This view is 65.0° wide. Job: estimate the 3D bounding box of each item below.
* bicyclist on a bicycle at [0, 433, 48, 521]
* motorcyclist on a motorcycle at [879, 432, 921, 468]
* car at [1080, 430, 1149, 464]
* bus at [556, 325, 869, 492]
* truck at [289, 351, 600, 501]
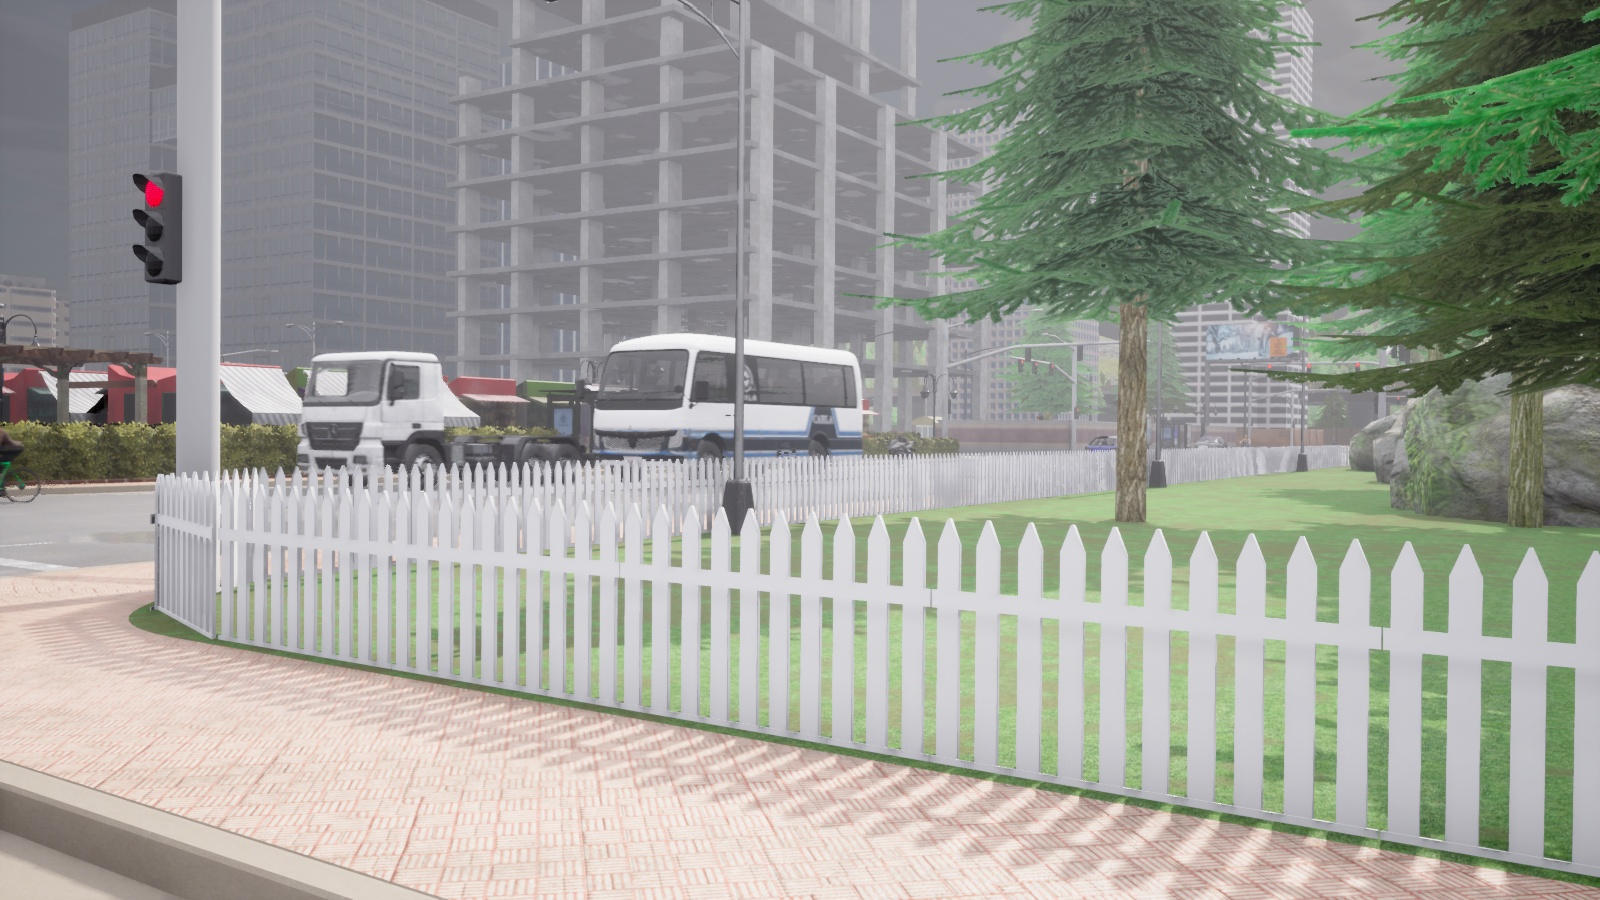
[{"bbox_3d":[-15.055,0.501,23.430,0.582,1.620,1.656,0,1,32],"label":"bicyclist on a bicycle"},{"bbox_3d":[4.336,-0.014,54.280,0.866,1.530,2.191,0,1,32],"label":"motorcyclist on a motorcycle"},{"bbox_3d":[14.279,-0.162,56.946,1.816,1.474,4.193,0,1,32],"label":"car"},{"bbox_3d":[-2.177,-1.135,37.343,3.944,4.253,10.273,0,1,32],"label":"bus"},{"bbox_3d":[-9.019,-0.620,33.034,2.891,3.462,7.936,0,1,32],"label":"truck"}]
